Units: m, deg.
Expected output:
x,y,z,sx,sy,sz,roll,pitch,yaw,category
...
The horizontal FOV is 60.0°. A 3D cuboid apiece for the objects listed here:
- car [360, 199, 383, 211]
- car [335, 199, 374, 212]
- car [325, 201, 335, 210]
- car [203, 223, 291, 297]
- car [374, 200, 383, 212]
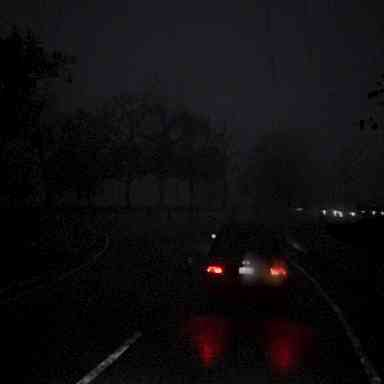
x,y,z,sx,sy,sz,roll,pitch,yaw,category
29.567,2.147,54.257,4.553,1.767,2.097,3,-2,-39,car
21.116,1.705,43.159,4.553,1.767,2.097,2,-1,-38,car
21.036,1.909,47.549,5.008,1.535,1.882,2,-1,-38,car
1.419,1.540,8.779,2.033,1.411,5.357,0,0,9,car
28.588,2.208,48.990,5.357,1.411,2.033,2,-1,-38,car
